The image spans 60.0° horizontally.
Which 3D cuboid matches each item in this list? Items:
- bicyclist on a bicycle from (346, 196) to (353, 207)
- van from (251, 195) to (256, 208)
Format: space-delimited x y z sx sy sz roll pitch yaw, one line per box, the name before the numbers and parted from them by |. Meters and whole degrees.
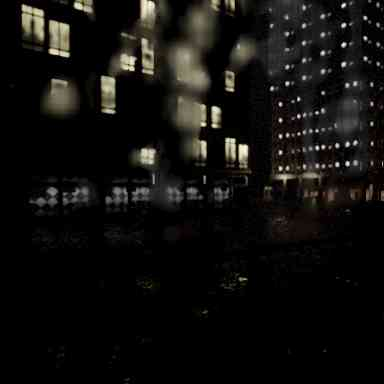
bicyclist on a bicycle | 21.454 1.196 45.233 1.656 1.620 0.582 -1 1 -34
van | 7.065 1.268 46.297 1.690 1.788 3.998 0 0 -34
